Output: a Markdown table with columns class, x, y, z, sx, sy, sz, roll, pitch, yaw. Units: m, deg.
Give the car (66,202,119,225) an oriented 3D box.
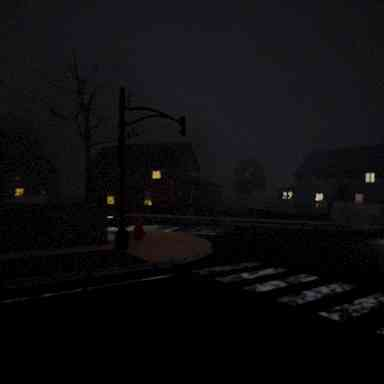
| class | x | y | z | sx | sy | sz | roll | pitch | yaw |
| --- | --- | --- | --- | --- | --- | --- | --- | --- | --- |
| car | -6.792 | 1.419 | 21.688 | 4.892 | 1.490 | 1.837 | 1 | 0 | 22 |
